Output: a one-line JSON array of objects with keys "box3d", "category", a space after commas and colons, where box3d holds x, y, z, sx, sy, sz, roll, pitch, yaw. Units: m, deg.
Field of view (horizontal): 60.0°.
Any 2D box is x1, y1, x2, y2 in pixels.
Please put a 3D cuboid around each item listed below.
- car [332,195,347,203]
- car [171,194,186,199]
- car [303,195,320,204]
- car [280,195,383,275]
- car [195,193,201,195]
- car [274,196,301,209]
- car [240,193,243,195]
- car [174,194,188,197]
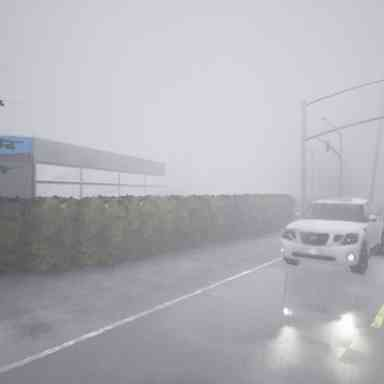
[{"box3d": [28.923, 1.374, 65.249, 1.845, 1.501, 3.633, 0, 0, 38], "category": "car"}, {"box3d": [-3.537, 1.232, 89.811, 1.970, 1.475, 3.806, 0, 0, 38], "category": "car"}, {"box3d": [22.009, 1.384, 61.231, 1.970, 1.475, 3.806, 0, 0, 38], "category": "car"}, {"box3d": [4.879, 1.221, 10.993, 2.150, 2.045, 5.566, 0, 0, 38], "category": "car"}, {"box3d": [1.722, 1.153, 86.119, 2.152, 1.636, 5.027, 0, 0, 38], "category": "car"}, {"box3d": [12.918, 1.339, 44.716, 2.007, 1.523, 4.514, 0, 0, 38], "category": "car"}, {"box3d": [11.810, 1.077, 78.250, 1.905, 1.878, 3.866, 0, 0, 38], "category": "car"}, {"box3d": [-2.061, 1.298, 66.121, 2.007, 1.523, 4.514, 0, 0, 38], "category": "car"}]
